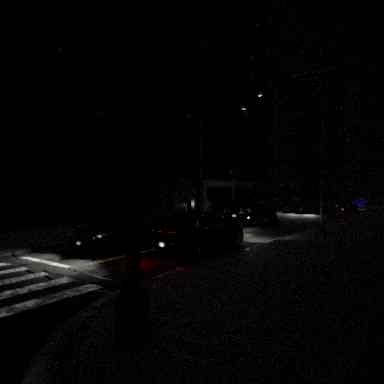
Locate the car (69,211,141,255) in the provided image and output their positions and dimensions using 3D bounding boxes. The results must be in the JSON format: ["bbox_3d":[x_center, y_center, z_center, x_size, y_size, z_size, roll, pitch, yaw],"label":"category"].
[{"bbox_3d":[-2.717,1.519,13.568,1.812,1.442,4.674,0,0,32],"label":"car"}]

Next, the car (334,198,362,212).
[{"bbox_3d":[17.840,1.605,38.352,1.895,1.301,4.718,0,0,35],"label":"car"}]

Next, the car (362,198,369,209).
[{"bbox_3d":[23.589,1.536,46.749,1.812,1.442,4.674,0,0,35],"label":"car"}]

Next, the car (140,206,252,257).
[{"bbox_3d":[0.361,1.510,13.147,1.837,1.490,4.892,0,0,35],"label":"car"}]

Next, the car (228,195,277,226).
[{"bbox_3d":[4.298,1.216,23.855,2.150,2.045,5.566,0,0,35],"label":"car"}]

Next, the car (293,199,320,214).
[{"bbox_3d":[12.270,1.496,35.351,1.837,1.490,4.892,0,0,35],"label":"car"}]
